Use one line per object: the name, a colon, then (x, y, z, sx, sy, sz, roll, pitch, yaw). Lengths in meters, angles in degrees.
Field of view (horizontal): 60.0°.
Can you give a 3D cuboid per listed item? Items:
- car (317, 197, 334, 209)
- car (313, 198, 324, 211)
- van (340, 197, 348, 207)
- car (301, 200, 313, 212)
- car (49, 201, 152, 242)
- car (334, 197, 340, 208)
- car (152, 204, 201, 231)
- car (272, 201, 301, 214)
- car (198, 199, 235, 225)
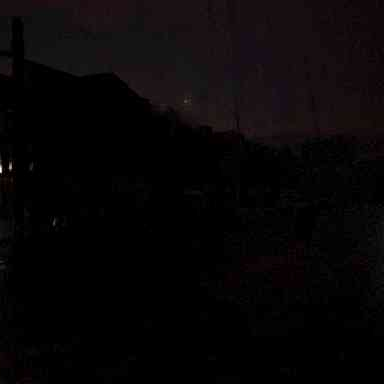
car: (20.391, 1.769, 52.736, 2.192, 1.841, 5.009, -1, -1, 35)
car: (17.250, 1.974, 48.309, 1.947, 1.339, 4.313, -1, -1, 35)
van: (29.820, 1.942, 66.009, 1.690, 1.788, 3.998, -1, -1, 35)
car: (14.008, 1.885, 43.747, 1.752, 1.417, 4.829, -1, -1, 35)
car: (-4.749, 1.412, 17.343, 2.192, 1.841, 5.009, -1, -1, 35)
car: (23.534, 1.943, 57.159, 1.967, 1.590, 4.097, -1, -1, 35)
car: (-1.607, 1.704, 21.764, 1.947, 1.339, 4.313, -1, -1, 35)
car: (10.964, 1.866, 39.461, 2.008, 1.369, 4.403, -1, -1, 35)
car: (1.536, 1.496, 26.191, 2.192, 1.841, 5.009, -1, -1, 35)
